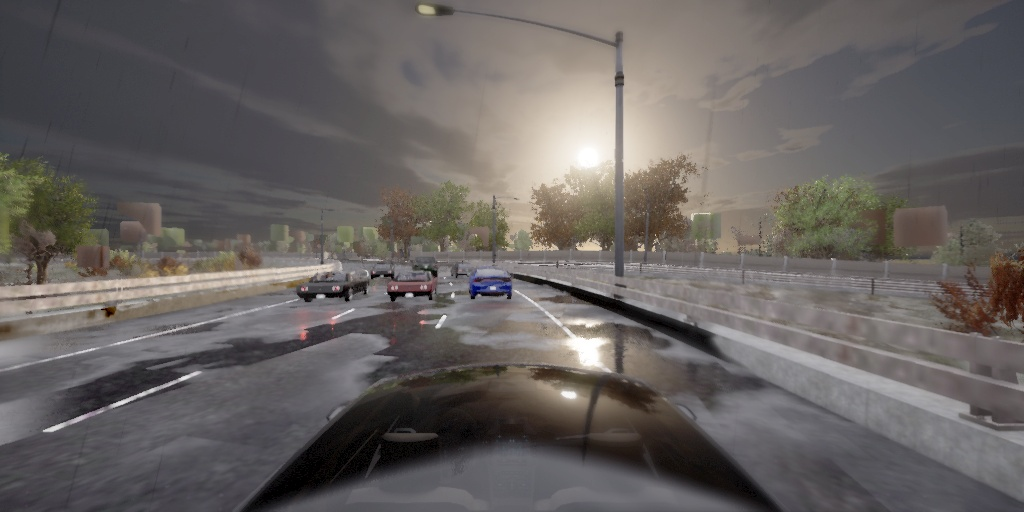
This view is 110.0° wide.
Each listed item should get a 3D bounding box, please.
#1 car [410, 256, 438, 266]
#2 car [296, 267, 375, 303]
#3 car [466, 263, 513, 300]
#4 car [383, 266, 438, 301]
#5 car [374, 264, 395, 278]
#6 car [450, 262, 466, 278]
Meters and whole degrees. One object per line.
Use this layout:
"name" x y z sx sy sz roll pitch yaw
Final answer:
"car" -7.985 1.006 32.683 2.150 2.045 5.566 0 0 -16
"car" -8.099 1.364 16.811 1.895 1.301 4.718 0 0 -8
"car" -1.167 1.233 17.780 1.882 1.535 5.008 0 0 -8
"car" -4.635 1.364 17.310 1.895 1.301 4.718 0 0 -8
"car" -11.344 1.364 31.697 1.895 1.301 4.718 0 0 -16
"car" -4.619 1.311 33.640 2.033 1.411 5.357 0 0 -16
